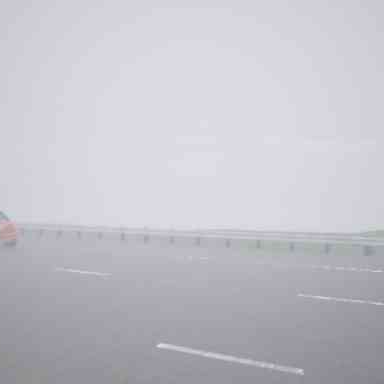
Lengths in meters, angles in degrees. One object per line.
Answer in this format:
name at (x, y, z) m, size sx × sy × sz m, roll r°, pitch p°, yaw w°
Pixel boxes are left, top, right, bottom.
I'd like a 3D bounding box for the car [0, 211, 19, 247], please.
car at (-9.923, 1.555, 14.556) m, size 4.553 × 1.767 × 2.097 m, roll 0°, pitch -1°, yaw 22°
